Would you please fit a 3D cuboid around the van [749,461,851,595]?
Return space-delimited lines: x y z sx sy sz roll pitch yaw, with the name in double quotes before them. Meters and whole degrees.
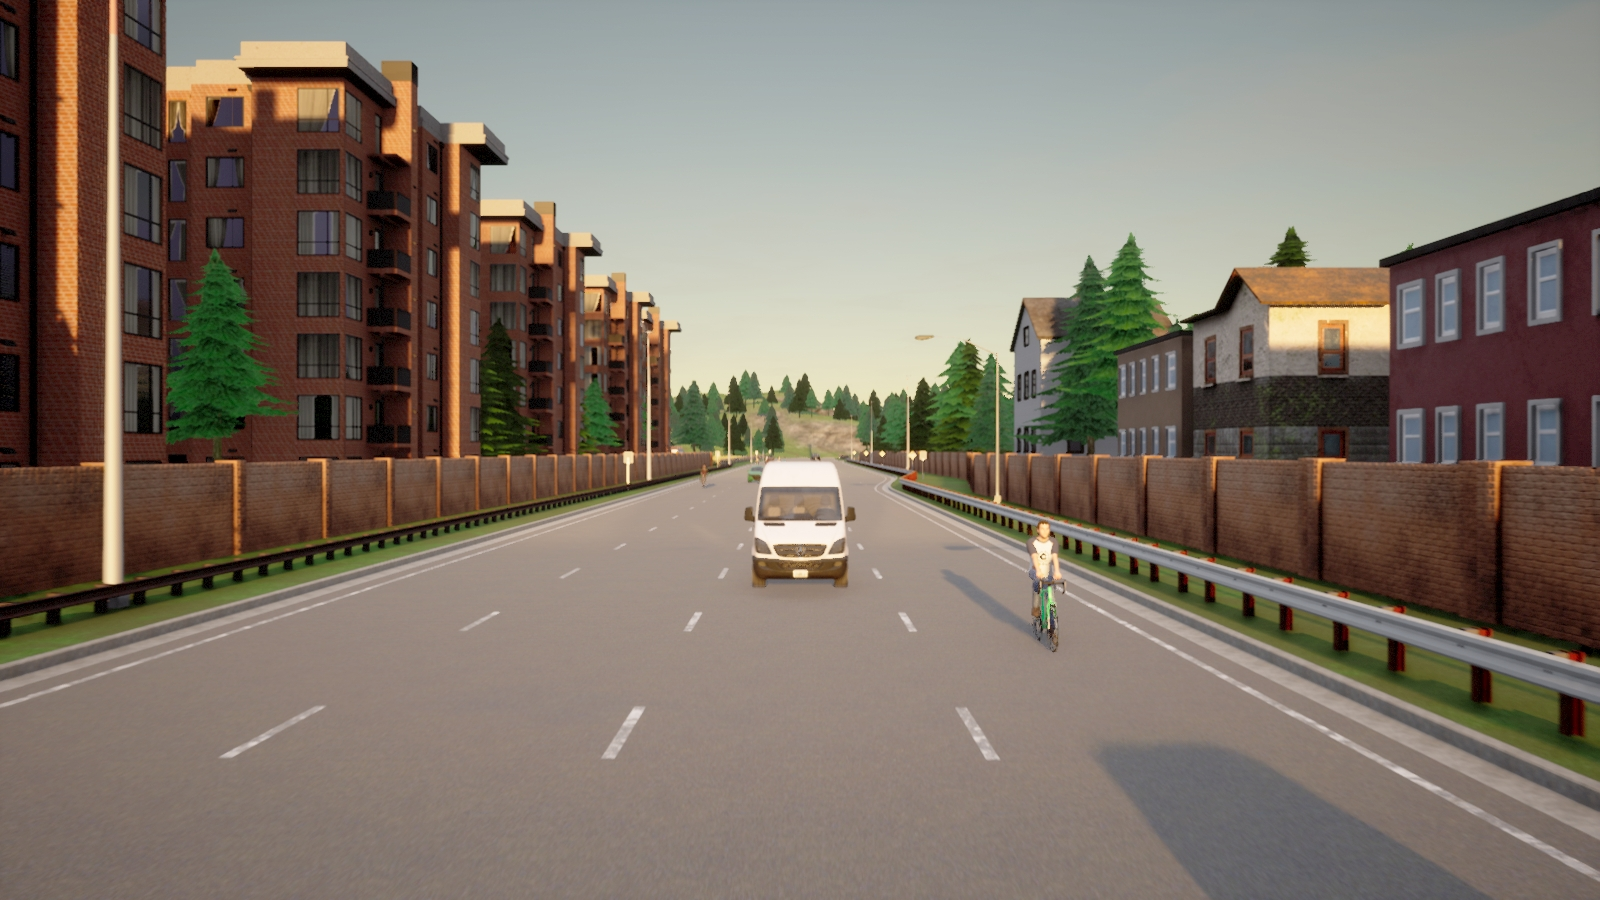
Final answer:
"van" 0.007 1.544 25.273 1.988 2.561 5.915 0 0 0

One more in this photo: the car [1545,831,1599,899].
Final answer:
"car" 3.503 2.041 1.582 2.007 1.525 4.514 0 0 0

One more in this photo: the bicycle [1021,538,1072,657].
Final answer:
"bicycle" 3.503 2.062 16.303 0.373 1.496 1.643 0 0 0
